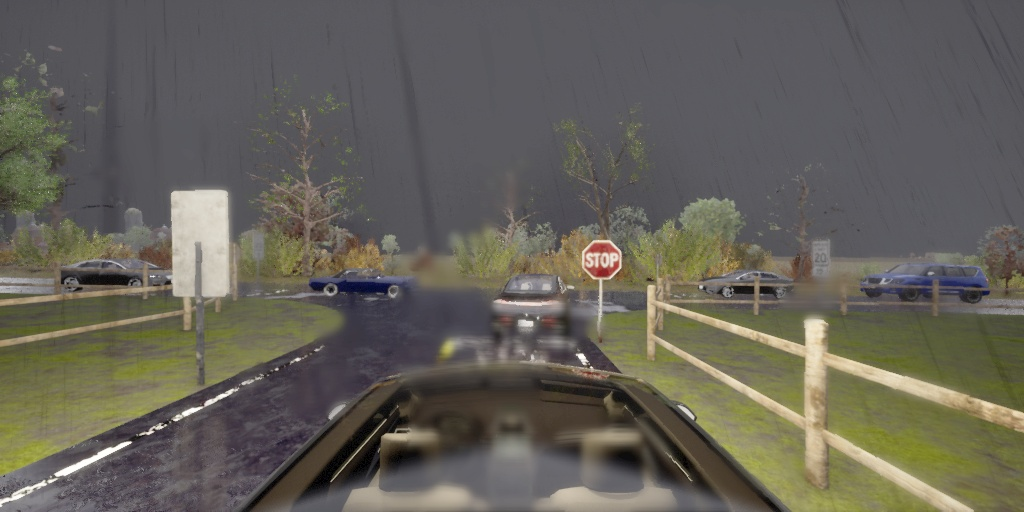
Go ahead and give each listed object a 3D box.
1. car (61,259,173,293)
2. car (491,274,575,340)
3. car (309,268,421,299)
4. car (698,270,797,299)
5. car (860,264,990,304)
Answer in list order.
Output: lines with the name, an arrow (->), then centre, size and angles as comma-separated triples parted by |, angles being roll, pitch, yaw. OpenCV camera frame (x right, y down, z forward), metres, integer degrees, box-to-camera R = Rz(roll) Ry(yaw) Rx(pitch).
car -> -18.490, 0.883, 17.075 | 4.902, 1.511, 2.128 | 1, 1, 0
car -> 0.706, 1.239, 10.029 | 2.128, 1.511, 4.902 | 0, 0, 9
car -> -6.823, 1.247, 17.060 | 4.718, 1.301, 1.895 | 1, 1, 0
car -> 13.003, 1.523, 19.988 | 4.902, 1.511, 2.128 | 1, 1, 0
car -> 22.899, 1.464, 19.977 | 5.566, 2.045, 2.150 | 1, 1, 0
